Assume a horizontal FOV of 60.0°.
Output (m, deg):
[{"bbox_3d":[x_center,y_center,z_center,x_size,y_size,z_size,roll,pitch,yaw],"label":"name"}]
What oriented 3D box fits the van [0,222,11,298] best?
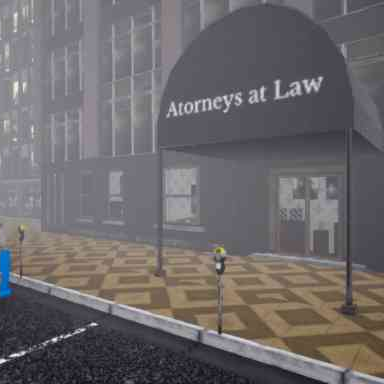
[{"bbox_3d":[-5.308,1.341,6.687,3.998,1.788,1.690,0,0,36],"label":"van"}]
